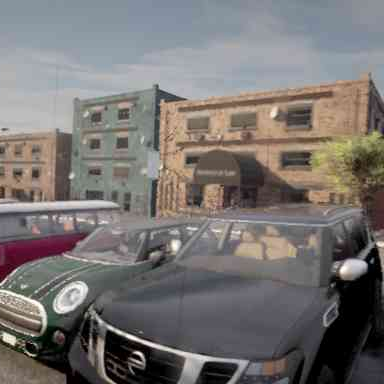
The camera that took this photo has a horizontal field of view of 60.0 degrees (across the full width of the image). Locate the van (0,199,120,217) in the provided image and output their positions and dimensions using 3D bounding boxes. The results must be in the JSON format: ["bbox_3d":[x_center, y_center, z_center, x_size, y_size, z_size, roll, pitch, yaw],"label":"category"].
[{"bbox_3d":[-3.337,1.227,7.912,1.878,1.987,4.442,0,0,35],"label":"van"}]

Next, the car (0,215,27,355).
[{"bbox_3d":[-1.101,1.336,6.218,2.185,1.767,4.553,0,0,35],"label":"car"}]

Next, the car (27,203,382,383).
[{"bbox_3d":[1.146,1.222,4.545,2.435,2.045,5.566,0,0,35],"label":"car"}]
